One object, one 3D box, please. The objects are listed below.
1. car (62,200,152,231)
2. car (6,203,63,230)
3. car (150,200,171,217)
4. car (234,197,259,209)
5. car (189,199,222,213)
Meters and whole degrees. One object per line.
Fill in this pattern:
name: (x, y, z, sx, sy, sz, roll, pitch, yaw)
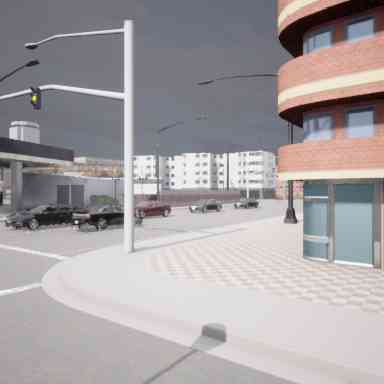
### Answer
car: (-5.106, 1.491, 20.704, 2.128, 1.511, 4.902, 0, 0, 35)
car: (-9.191, 1.505, 21.231, 1.837, 1.490, 4.892, 0, 0, 34)
car: (-3.866, 1.478, 29.011, 1.882, 1.535, 5.008, 0, 0, 34)
car: (7.462, 1.491, 45.384, 2.128, 1.511, 4.902, 0, 0, 35)
car: (1.553, 1.491, 36.858, 2.128, 1.511, 4.902, 0, 0, 35)
